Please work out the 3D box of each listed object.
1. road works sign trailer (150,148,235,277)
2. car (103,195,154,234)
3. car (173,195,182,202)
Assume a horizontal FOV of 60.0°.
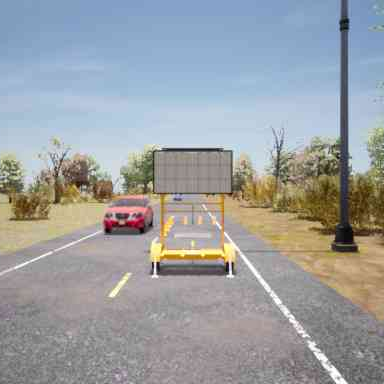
[{"bbox_3d":[0.023,0.464,10.174,2.380,3.560,2.880,0,0,0],"label":"road works sign trailer"},{"bbox_3d":[-3.556,1.217,19.643,2.150,2.045,5.566,0,0,0],"label":"car"},{"bbox_3d":[-3.331,1.393,76.613,1.882,1.535,5.008,0,0,0],"label":"car"}]
